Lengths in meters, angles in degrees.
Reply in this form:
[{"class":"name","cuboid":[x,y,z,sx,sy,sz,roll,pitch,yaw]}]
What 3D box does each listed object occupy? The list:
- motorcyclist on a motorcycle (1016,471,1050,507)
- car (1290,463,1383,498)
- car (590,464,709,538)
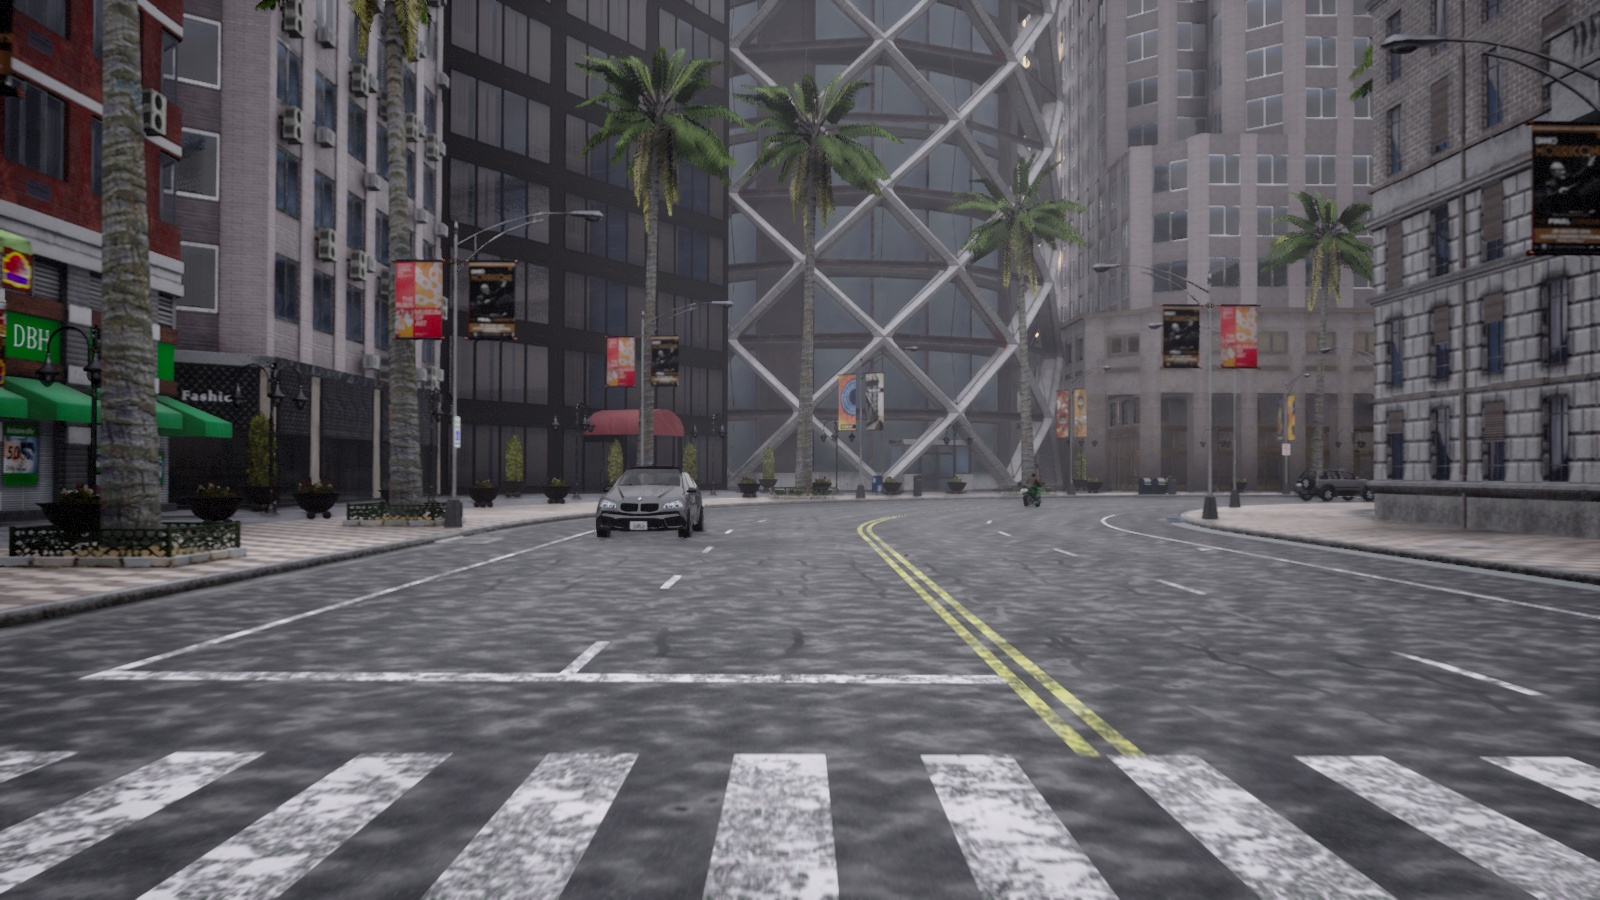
[{"class":"motorcyclist on a motorcycle","cuboid":[10.177,1.673,54.794,0.797,1.523,2.044,0,-1,31]},{"class":"car","cuboid":[29.983,1.686,70.163,4.605,1.855,1.932,0,-1,-18]},{"class":"car","cuboid":[-3.559,1.184,30.525,2.242,1.667,4.611,0,-1,1]}]
